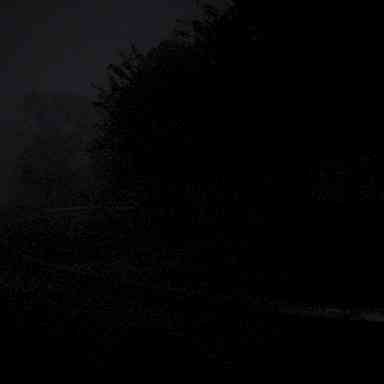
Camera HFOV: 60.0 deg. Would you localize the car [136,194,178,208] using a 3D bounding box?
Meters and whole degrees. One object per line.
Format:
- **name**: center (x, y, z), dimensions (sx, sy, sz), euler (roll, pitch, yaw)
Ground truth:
- **car**: center (-3.977, 0.995, 38.273), dimensions (4.892, 1.490, 1.837), euler (-1, 1, -32)
